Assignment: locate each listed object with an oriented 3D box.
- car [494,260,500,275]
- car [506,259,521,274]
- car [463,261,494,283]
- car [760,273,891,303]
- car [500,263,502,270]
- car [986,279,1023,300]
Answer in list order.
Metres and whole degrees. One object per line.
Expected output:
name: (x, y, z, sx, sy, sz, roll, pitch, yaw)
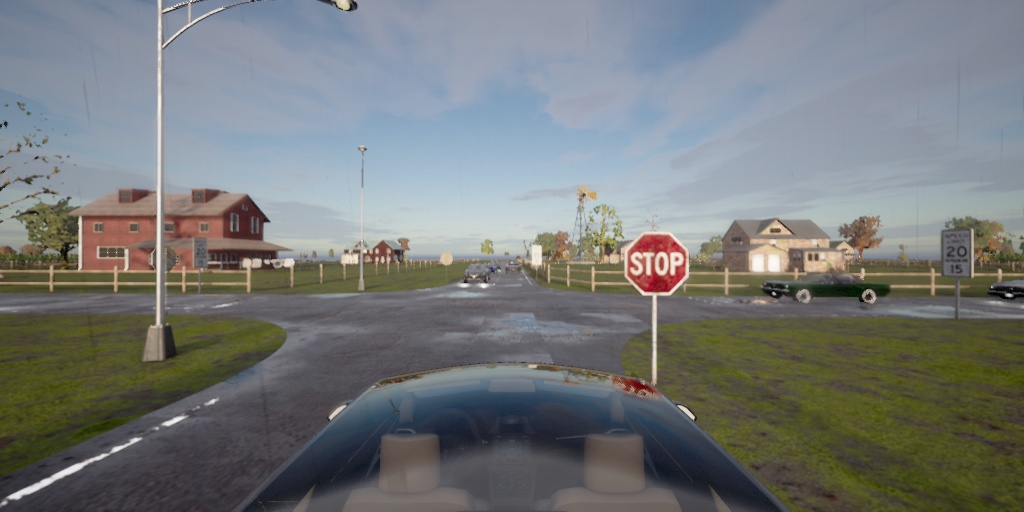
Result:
car: (-2.773, 1.520, 42.839, 1.895, 1.301, 4.718, 0, 0, 0)
car: (0.173, 1.418, 44.780, 2.128, 1.511, 4.902, 0, 0, 0)
car: (-2.831, 1.373, 29.829, 1.837, 1.490, 4.892, 0, 0, 2)
car: (14.520, 1.465, 16.836, 4.718, 1.301, 1.895, 0, 0, 1)
car: (-2.719, 1.479, 57.380, 1.837, 1.490, 4.892, 0, 0, 0)
car: (25.892, 1.455, 16.728, 5.357, 1.411, 2.033, 0, 0, 1)
